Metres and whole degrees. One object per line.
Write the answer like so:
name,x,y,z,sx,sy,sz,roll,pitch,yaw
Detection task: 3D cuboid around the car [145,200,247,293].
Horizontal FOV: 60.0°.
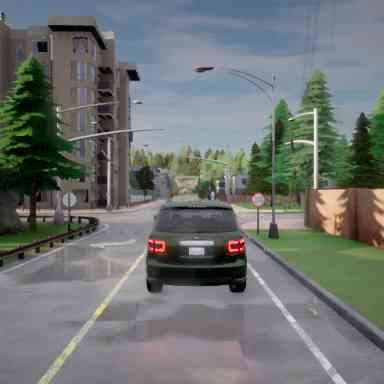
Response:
car,0.093,1.221,9.018,2.150,2.045,5.566,0,0,0
